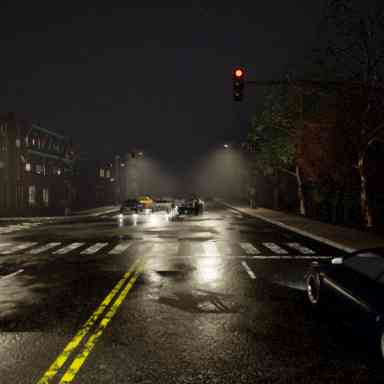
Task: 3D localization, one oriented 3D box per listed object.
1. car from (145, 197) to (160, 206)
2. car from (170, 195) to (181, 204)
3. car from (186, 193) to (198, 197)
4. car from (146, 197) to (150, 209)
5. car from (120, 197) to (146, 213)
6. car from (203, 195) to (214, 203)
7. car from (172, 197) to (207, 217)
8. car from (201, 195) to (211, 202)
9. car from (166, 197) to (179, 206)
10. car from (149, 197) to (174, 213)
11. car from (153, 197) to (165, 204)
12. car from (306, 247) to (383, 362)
[{"bbox_3d":[-6.595,1.544,55.815,1.994,1.385,4.181,0,0,0],"label":"car"},{"bbox_3d":[-3.304,1.453,66.596,1.882,1.535,5.008,0,0,0],"label":"car"},{"bbox_3d":[0.081,1.197,67.956,2.150,2.045,5.566,0,0,-1],"label":"car"},{"bbox_3d":[-6.603,1.462,45.904,1.882,1.535,5.008,0,0,0],"label":"car"},{"bbox_3d":[-6.631,1.515,36.819,1.812,1.442,4.674,0,0,1],"label":"car"},{"bbox_3d":[3.329,1.467,67.326,2.128,1.511,4.902,0,0,0],"label":"car"},{"bbox_3d":[-0.136,1.482,31.441,2.128,1.511,4.902,0,0,9],"label":"car"},{"bbox_3d":[3.223,1.508,78.568,2.033,1.411,5.357,0,0,0],"label":"car"},{"bbox_3d":[-3.339,1.581,56.320,1.895,1.301,4.718,0,0,0],"label":"car"},{"bbox_3d":[-3.352,1.514,36.972,1.812,1.442,4.674,0,0,0],"label":"car"},{"bbox_3d":[-6.557,1.577,65.737,1.895,1.301,4.718,0,0,0],"label":"car"},{"bbox_3d":[3.336,1.563,5.288,1.994,1.385,4.181,0,0,1],"label":"car"}]
